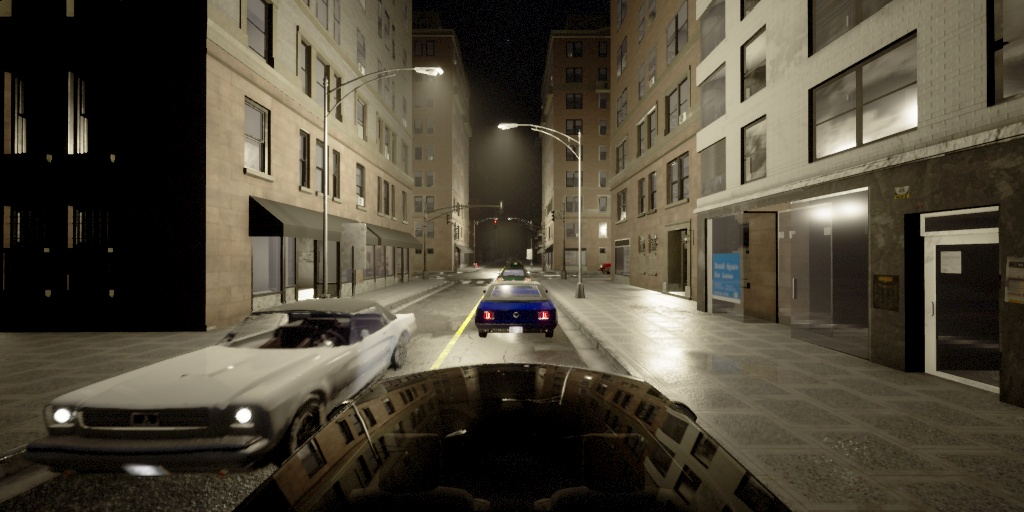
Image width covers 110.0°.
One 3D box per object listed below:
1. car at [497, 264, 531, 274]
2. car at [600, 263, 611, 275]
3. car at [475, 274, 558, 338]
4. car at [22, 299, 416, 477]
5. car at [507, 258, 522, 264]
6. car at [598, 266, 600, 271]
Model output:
[{"bbox_3d":[0.092,1.321,20.073,1.994,1.385,4.181,0,0,0],"label":"car"},{"bbox_3d":[12.442,1.324,37.437,5.357,1.411,2.033,0,0,0],"label":"car"},{"bbox_3d":[0.099,1.352,10.184,1.895,1.301,4.718,0,0,0],"label":"car"},{"bbox_3d":[-2.852,1.351,4.985,1.895,1.301,4.718,0,0,0],"label":"car"},{"bbox_3d":[0.343,1.149,51.205,2.097,1.767,4.553,0,0,-3],"label":"car"},{"bbox_3d":[12.255,1.103,39.970,5.009,1.841,2.192,0,0,0],"label":"car"}]
